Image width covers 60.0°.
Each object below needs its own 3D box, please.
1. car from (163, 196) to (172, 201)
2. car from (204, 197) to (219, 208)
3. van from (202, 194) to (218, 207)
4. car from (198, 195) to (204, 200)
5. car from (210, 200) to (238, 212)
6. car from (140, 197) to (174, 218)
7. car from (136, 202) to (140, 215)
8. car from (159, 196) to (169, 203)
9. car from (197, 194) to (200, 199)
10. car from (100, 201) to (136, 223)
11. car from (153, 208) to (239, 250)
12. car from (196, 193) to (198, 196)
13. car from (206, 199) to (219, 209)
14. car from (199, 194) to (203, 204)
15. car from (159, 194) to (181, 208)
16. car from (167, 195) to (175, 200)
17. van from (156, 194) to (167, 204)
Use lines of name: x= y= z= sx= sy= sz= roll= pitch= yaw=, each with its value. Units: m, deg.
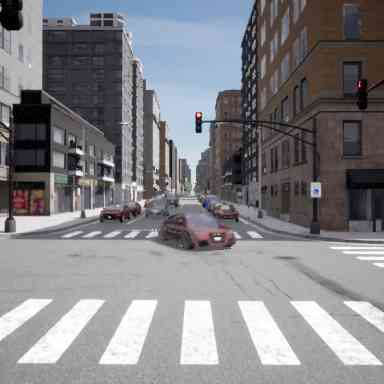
car: x=-5.985 y=1.600 z=82.702 sx=1.947 sy=1.339 sz=4.313 roll=1 pitch=0 yaw=0
car: x=2.615 y=1.591 z=37.325 sx=1.802 sy=1.307 sz=4.206 roll=1 pitch=0 yaw=0
van: x=2.608 y=1.353 z=42.999 sx=1.690 sy=1.788 sz=3.998 roll=1 pitch=0 yaw=0
car: x=2.523 y=1.565 z=94.229 sx=1.752 sy=1.417 sz=4.829 roll=1 pitch=0 yaw=0
car: x=2.634 y=1.588 z=25.978 sx=1.802 sy=1.307 sz=4.206 roll=1 pitch=0 yaw=0
car: x=-3.147 y=1.500 z=30.649 sx=2.128 sy=1.511 sz=4.902 roll=0 pitch=0 yaw=0
car: x=-5.901 y=1.552 z=31.646 sx=1.887 sy=1.381 sz=4.507 roll=1 pitch=0 yaw=0
car: x=-5.966 y=1.609 z=71.356 sx=1.802 sy=1.307 sz=4.206 roll=1 pitch=0 yaw=0
car: x=2.559 y=1.593 z=71.365 sx=1.947 sy=1.339 sz=4.313 roll=1 pitch=0 yaw=0
car: x=-5.892 y=1.551 z=25.973 sx=1.887 sy=1.381 sz=4.507 roll=1 pitch=0 yaw=0
car: x=0.092 y=1.600 z=14.541 sx=1.994 sy=1.385 sz=4.181 roll=1 pitch=0 yaw=-27
car: x=2.543 y=1.349 z=82.712 sx=2.192 sy=1.841 sz=5.009 roll=1 pitch=0 yaw=0
car: x=2.624 y=1.589 z=31.651 sx=1.802 sy=1.307 sz=4.206 roll=1 pitch=0 yaw=0
car: x=2.599 y=1.329 z=48.672 sx=2.192 sy=1.841 sz=5.009 roll=1 pitch=0 yaw=0
car: x=-3.159 y=1.239 z=49.011 sx=2.150 sy=2.045 sz=5.566 roll=0 pitch=0 yaw=1
car: x=-6.003 y=1.584 z=94.048 sx=1.887 sy=1.381 sz=4.507 roll=1 pitch=0 yaw=0
van: x=-5.955 y=1.365 z=65.683 sx=1.690 sy=1.788 sz=3.998 roll=1 pitch=0 yaw=0
